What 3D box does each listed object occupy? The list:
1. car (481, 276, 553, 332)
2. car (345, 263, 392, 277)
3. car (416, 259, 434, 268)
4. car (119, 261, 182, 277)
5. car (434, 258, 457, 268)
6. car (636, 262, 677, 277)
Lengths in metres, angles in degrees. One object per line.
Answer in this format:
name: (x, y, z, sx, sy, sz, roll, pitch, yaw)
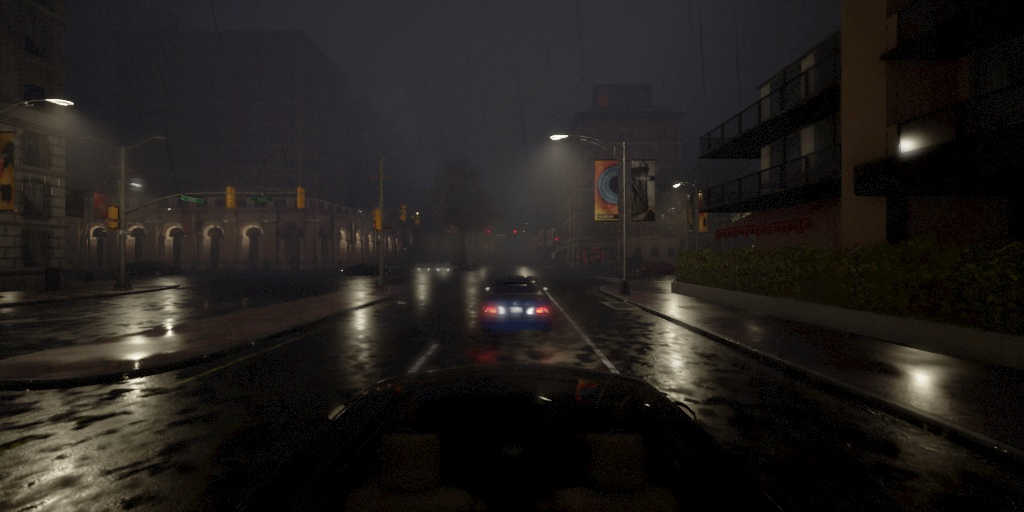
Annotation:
car: (0.145, 1.300, 10.784, 2.033, 1.411, 5.357, 0, 0, 1)
car: (-13.774, 1.323, 34.521, 4.181, 1.385, 1.994, 0, 0, 0)
car: (-14.528, 1.245, 61.801, 1.882, 1.535, 5.008, 0, 0, 1)
car: (-34.776, 1.237, 34.597, 5.008, 1.535, 1.882, 0, 0, 0)
car: (-11.061, 1.119, 59.732, 2.097, 1.767, 4.553, 0, 0, 1)
car: (14.347, 1.285, 34.419, 4.674, 1.442, 1.812, 0, 0, 0)
